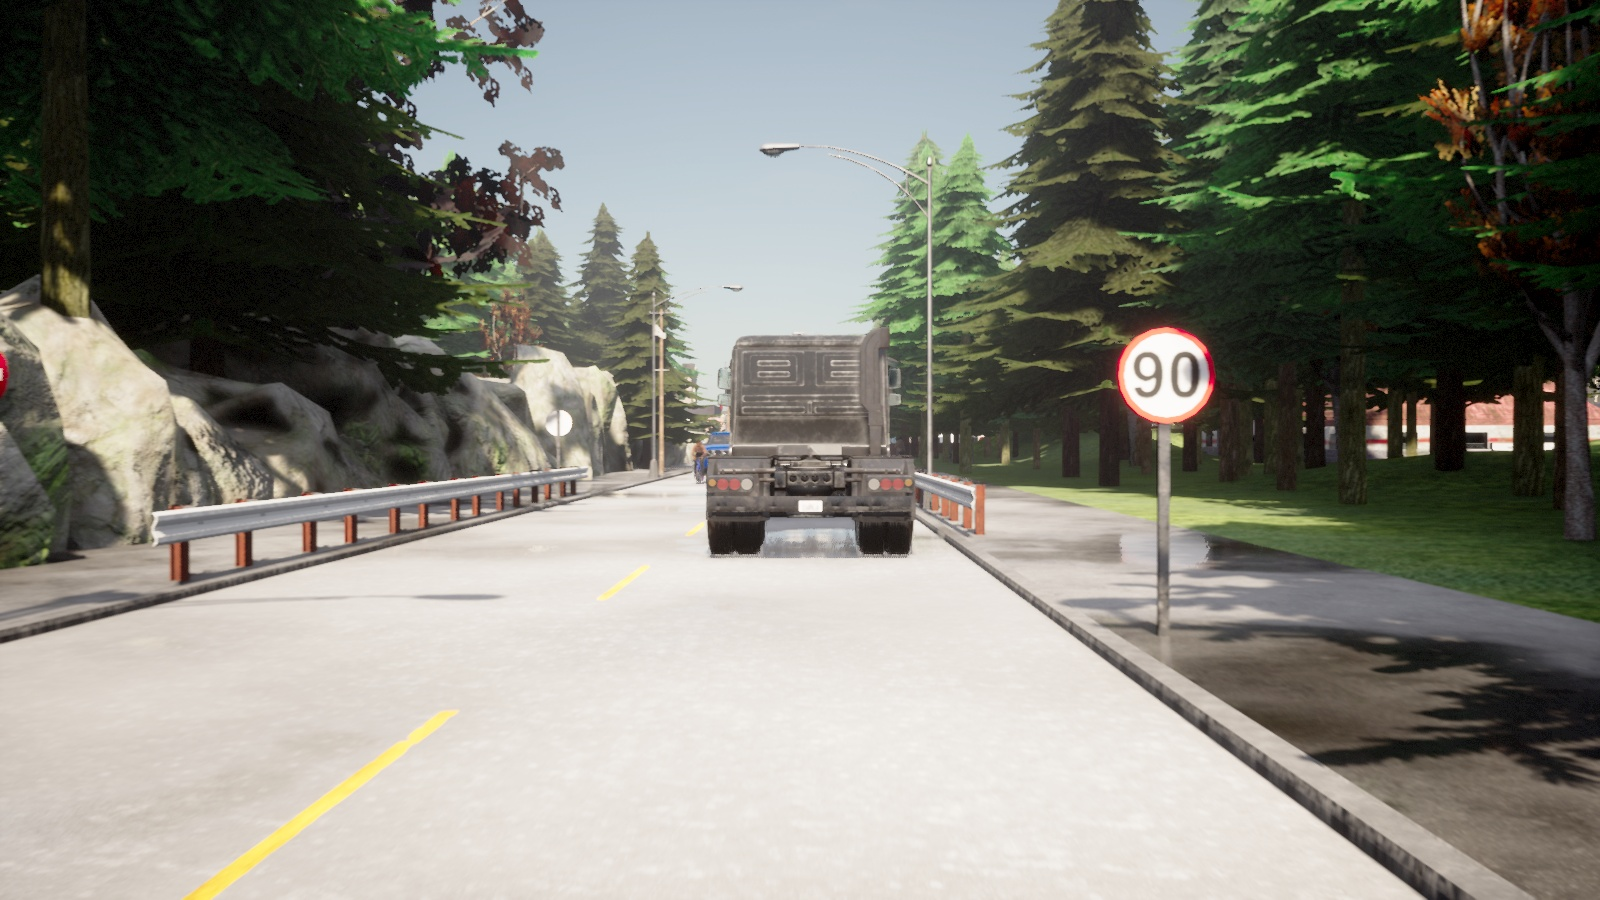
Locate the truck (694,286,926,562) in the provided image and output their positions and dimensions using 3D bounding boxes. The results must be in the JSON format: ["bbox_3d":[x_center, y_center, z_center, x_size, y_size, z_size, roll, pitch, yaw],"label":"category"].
[{"bbox_3d":[0.149,-0.346,19.699,2.891,3.462,7.936,0,0,0],"label":"truck"}]

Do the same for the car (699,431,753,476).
[{"bbox_3d":[-3.475,0.126,59.765,2.150,2.045,5.566,0,0,1],"label":"car"}]
